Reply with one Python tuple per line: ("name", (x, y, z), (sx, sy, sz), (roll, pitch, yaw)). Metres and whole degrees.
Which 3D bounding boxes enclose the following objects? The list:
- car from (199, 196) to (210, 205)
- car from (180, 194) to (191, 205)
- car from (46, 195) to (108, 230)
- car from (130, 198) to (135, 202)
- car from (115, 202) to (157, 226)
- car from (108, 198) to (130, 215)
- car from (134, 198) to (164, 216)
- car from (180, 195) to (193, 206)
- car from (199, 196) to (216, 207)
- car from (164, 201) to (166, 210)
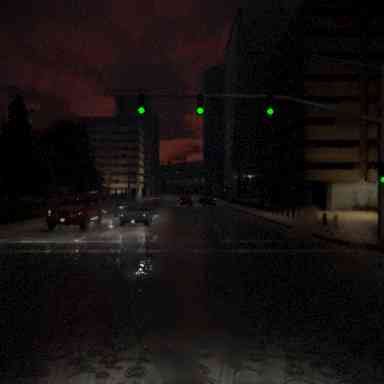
("car", (2.281, 1.473, 61.689), (1.882, 1.535, 5.008), (0, 0, -1))
("car", (-1.211, 1.341, 61.360), (2.097, 1.767, 4.553), (0, 0, -1))
("car", (-7.280, 1.205, 21.275), (2.150, 2.045, 5.566), (0, 0, -1))
("car", (-7.779, 1.485, 41.210), (1.837, 1.490, 4.892), (0, 0, -2))
("car", (-3.836, 1.591, 23.506), (1.895, 1.301, 4.718), (0, 0, -1))
("car", (-7.532, 1.474, 31.153), (2.128, 1.511, 4.902), (0, 0, -1))
("car", (-4.060, 1.552, 32.306), (1.994, 1.385, 4.181), (0, 0, -1))
("car", (-0.890, 1.555, 52.759), (1.994, 1.385, 4.181), (0, 0, -1))
("car", (2.638, 1.545, 51.873), (2.033, 1.411, 5.357), (0, 0, -1))
("car", (-4.309, 1.534, 42.627), (2.033, 1.411, 5.357), (0, 0, -1))
